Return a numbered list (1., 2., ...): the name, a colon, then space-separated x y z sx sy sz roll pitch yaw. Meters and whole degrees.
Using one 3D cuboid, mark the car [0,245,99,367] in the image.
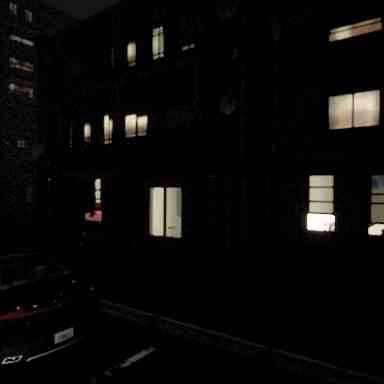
1. car: -3.376 1.565 5.438 4.403 1.369 2.008 0 1 36
